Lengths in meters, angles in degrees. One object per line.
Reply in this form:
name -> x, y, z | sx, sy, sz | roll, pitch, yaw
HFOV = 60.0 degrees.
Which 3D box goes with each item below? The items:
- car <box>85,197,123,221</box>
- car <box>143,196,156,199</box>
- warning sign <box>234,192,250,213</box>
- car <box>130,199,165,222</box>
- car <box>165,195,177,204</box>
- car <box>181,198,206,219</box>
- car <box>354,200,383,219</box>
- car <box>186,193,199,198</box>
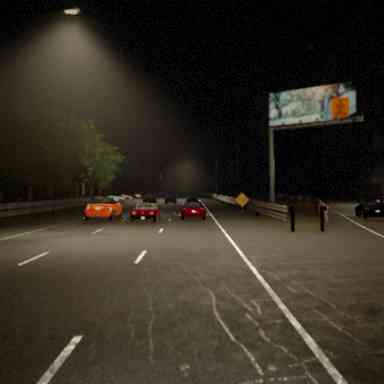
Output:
car -> -6.888, 1.234, 26.452 | 2.097, 1.767, 4.553 | 0, 0, 0
car -> -6.967, 1.286, 54.654 | 1.994, 1.385, 4.181 | 0, 0, 0
warning sign -> 4.552, 0.977, 30.212 | 1.300, 1.860, 1.060 | -1, 0, 0
car -> -3.387, 1.490, 25.189 | 1.895, 1.301, 4.718 | 0, 0, 0
car -> -3.472, 1.250, 54.240 | 1.812, 1.442, 4.674 | 0, 0, 0
car -> 0.113, 1.441, 27.470 | 1.994, 1.385, 4.181 | 0, 0, 0
car -> 14.176, 1.348, 26.251 | 1.994, 1.385, 4.181 | 0, 1, 17
car -> 0.033, 1.216, 54.328 | 2.128, 1.511, 4.902 | 0, 0, 0
